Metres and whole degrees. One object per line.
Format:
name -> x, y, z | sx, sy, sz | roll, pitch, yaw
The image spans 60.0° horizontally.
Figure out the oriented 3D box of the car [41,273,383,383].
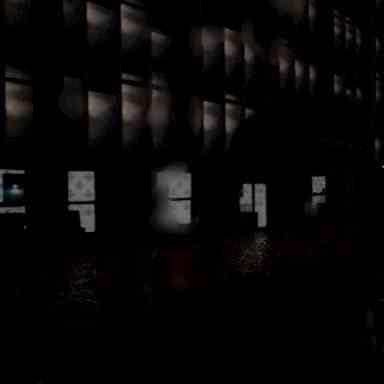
car -> 0.650, 1.544, 2.909 | 4.313, 1.339, 1.947 | 0, 0, -35
